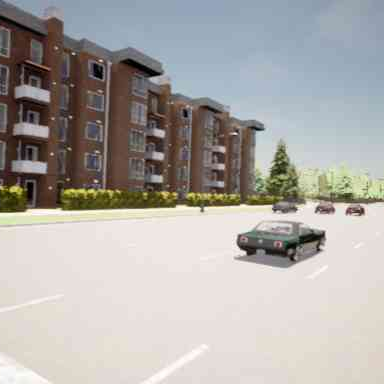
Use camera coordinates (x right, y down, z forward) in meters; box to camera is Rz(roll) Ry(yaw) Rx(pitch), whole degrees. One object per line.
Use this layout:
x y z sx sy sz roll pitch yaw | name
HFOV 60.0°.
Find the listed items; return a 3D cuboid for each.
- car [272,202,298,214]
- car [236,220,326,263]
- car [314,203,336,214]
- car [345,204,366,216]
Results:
11.976 1.969 42.671 2.033 1.411 5.357 3 0 36 | car
3.603 1.727 12.691 1.895 1.301 4.718 3 0 37 | car
18.192 2.204 45.364 1.812 1.442 4.674 3 0 35 | car
21.912 2.363 44.566 1.812 1.442 4.674 3 0 35 | car
